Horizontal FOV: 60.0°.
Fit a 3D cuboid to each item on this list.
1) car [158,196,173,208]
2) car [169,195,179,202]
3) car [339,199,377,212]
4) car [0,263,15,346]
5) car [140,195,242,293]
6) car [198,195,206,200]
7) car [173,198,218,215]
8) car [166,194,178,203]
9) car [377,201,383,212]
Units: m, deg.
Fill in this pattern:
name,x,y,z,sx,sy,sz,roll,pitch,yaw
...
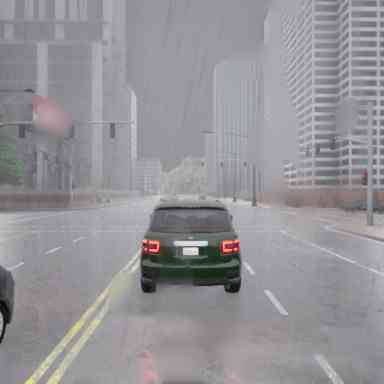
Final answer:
name,x,y,z,sx,sy,sz,roll,pitch,yaw
car,-4.023,1.478,50.628,1.882,1.535,5.008,0,0,0
car,-4.174,1.540,78.837,2.033,1.411,5.357,0,0,0
car,19.460,1.547,37.372,5.357,1.411,2.033,0,0,-1
car,-3.616,1.505,3.180,1.837,1.490,4.892,0,0,-1
car,-0.022,1.221,9.003,2.150,2.045,5.566,0,0,0
car,2.724,1.500,90.613,1.837,1.490,4.892,0,0,0
car,0.267,1.477,34.945,1.882,1.535,5.008,-1,1,-41
car,-4.092,1.351,68.234,2.097,1.767,4.553,0,0,0
car,22.129,1.477,33.907,5.008,1.535,1.882,0,0,-1
